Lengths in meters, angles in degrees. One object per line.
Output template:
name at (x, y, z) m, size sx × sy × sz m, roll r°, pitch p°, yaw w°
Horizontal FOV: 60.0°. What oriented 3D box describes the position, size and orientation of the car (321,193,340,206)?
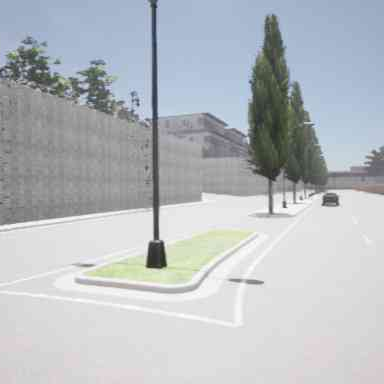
car at (16.713, 0.846, 40.195) m, size 1.837 × 1.490 × 4.892 m, roll 0°, pitch 0°, yaw 23°
